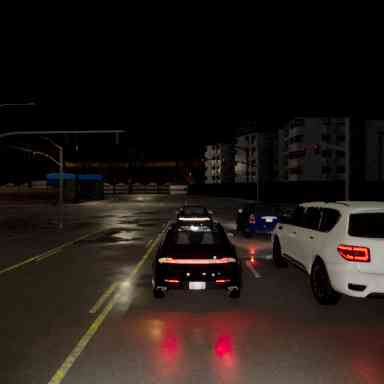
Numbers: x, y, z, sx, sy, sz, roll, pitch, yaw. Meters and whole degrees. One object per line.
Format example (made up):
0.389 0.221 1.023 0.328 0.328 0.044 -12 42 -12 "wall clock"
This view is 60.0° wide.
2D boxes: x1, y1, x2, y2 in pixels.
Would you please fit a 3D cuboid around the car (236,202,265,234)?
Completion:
3.609 1.328 17.663 2.097 1.767 4.553 0 0 0 "car"

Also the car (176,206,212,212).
0.111 1.473 17.940 2.128 1.511 4.902 0 0 0 "car"

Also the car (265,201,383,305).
3.594 1.220 8.240 2.150 2.045 5.566 0 0 0 "car"

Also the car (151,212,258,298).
0.102 1.499 8.527 2.128 1.511 4.902 0 0 0 "car"
